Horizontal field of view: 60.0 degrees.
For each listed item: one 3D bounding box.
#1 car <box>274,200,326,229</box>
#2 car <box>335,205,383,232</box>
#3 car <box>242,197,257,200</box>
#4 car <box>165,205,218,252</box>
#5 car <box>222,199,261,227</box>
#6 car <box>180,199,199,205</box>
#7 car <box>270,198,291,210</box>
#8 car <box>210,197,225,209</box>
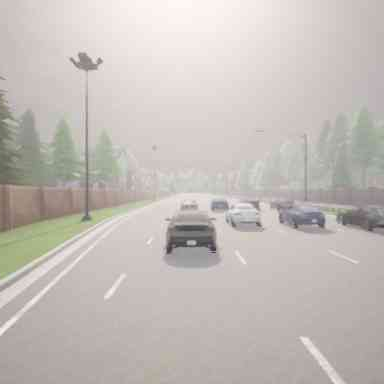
[{"bbox_3d":[6.875,1.451,21.088,1.812,1.442,4.674,0,0,-1],"label":"car"},{"bbox_3d":[10.393,1.462,19.509,2.033,1.411,5.357,0,0,-1],"label":"car"},{"bbox_3d":[6.666,1.364,39.260,1.882,1.535,5.008,0,0,-1],"label":"car"},{"bbox_3d":[-0.044,1.474,13.649,1.837,1.490,4.892,0,0,-1],"label":"car"},{"bbox_3d":[3.360,1.463,22.290,1.812,1.442,4.674,0,0,-1],"label":"car"},{"bbox_3d":[-0.279,1.472,34.480,2.033,1.411,5.357,0,0,-1],"label":"car"},{"bbox_3d":[10.184,1.367,37.751,2.128,1.511,4.902,0,0,-1],"label":"car"},{"bbox_3d":[3.167,1.378,39.169,1.882,1.535,5.008,0,0,-1],"label":"car"}]
